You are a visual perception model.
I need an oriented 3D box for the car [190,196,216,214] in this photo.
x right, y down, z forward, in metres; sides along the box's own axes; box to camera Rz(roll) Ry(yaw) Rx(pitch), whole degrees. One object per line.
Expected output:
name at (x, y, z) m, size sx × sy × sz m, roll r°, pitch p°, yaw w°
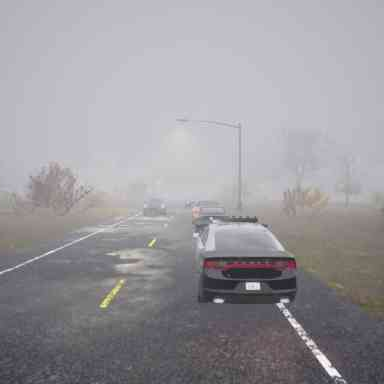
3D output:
car at (1.059, 1.323, 24.190) m, size 2.097 × 1.767 × 4.553 m, roll 0°, pitch 0°, yaw 0°

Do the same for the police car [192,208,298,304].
police car at (1.053, 1.419, 8.327) m, size 1.930 × 1.638 × 5.238 m, roll 0°, pitch 0°, yaw 0°

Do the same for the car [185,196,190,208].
car at (0.048, 1.525, 45.469) m, size 1.895 × 1.301 × 4.718 m, roll 0°, pitch 0°, yaw 0°

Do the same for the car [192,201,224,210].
car at (1.057, 1.488, 18.218) m, size 1.837 × 1.490 × 4.892 m, roll 0°, pitch 0°, yaw 0°

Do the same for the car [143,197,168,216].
car at (-3.488, 1.308, 32.343) m, size 2.097 × 1.767 × 4.553 m, roll 0°, pitch 0°, yaw 0°

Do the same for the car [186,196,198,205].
car at (0.018, 1.430, 58.613) m, size 2.033 × 1.411 × 5.357 m, roll 0°, pitch 0°, yaw 0°
